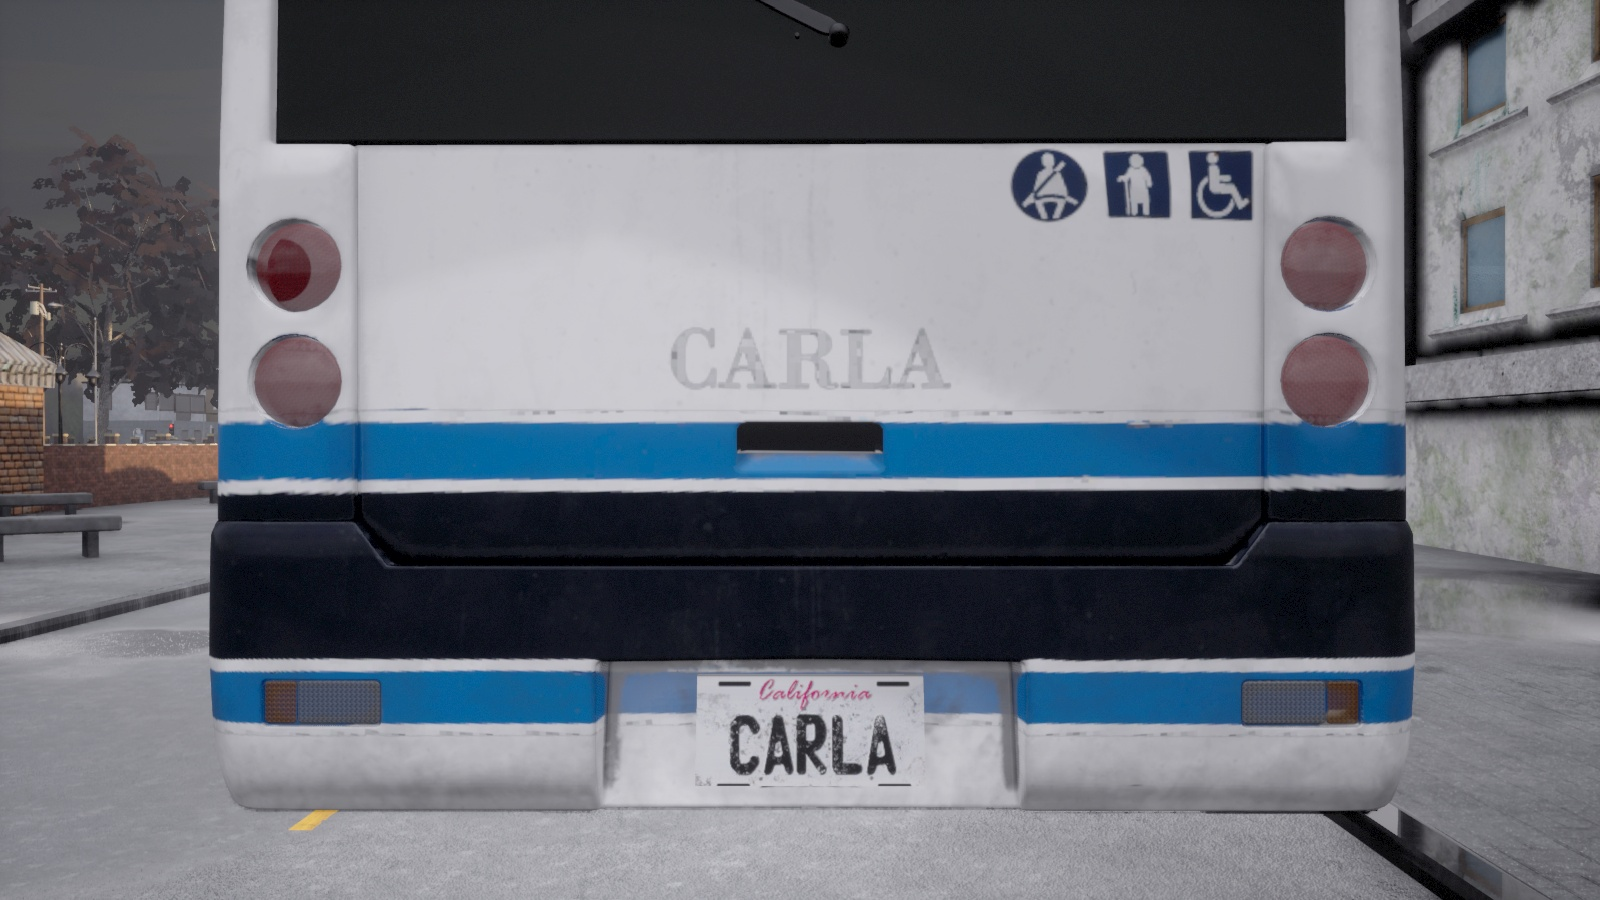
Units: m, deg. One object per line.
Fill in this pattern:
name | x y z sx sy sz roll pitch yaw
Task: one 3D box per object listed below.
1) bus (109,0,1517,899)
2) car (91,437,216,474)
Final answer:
bus | 0.062 -0.679 8.658 3.944 4.253 10.273 0 0 0
car | -29.674 0.241 57.755 4.611 1.667 2.242 0 0 -2
